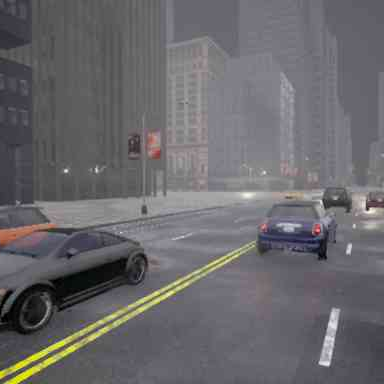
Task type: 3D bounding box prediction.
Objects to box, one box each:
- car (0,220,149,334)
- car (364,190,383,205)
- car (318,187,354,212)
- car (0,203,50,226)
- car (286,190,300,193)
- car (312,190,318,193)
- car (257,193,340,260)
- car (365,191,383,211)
[{"bbox_3d":[-2.676,1.429,6.601,1.994,1.385,4.181,0,1,27],"label":"car"},{"bbox_3d":[21.475,0.595,39.090,2.128,1.511,4.902,0,1,28],"label":"car"},{"bbox_3d":[12.495,0.575,28.547,2.150,2.045,5.566,0,1,27],"label":"car"},{"bbox_3d":[-5.509,1.192,8.197,2.097,1.767,4.553,0,1,27],"label":"car"},{"bbox_3d":[13.843,0.462,45.788,1.882,1.535,5.008,0,1,27],"label":"car"},{"bbox_3d":[16.735,0.532,44.308,1.812,1.442,4.674,0,1,27],"label":"car"},{"bbox_3d":[3.857,1.087,11.762,2.097,1.767,4.553,0,1,27],"label":"car"},{"bbox_3d":[16.445,0.678,29.246,2.097,1.767,4.553,0,1,28],"label":"car"}]
